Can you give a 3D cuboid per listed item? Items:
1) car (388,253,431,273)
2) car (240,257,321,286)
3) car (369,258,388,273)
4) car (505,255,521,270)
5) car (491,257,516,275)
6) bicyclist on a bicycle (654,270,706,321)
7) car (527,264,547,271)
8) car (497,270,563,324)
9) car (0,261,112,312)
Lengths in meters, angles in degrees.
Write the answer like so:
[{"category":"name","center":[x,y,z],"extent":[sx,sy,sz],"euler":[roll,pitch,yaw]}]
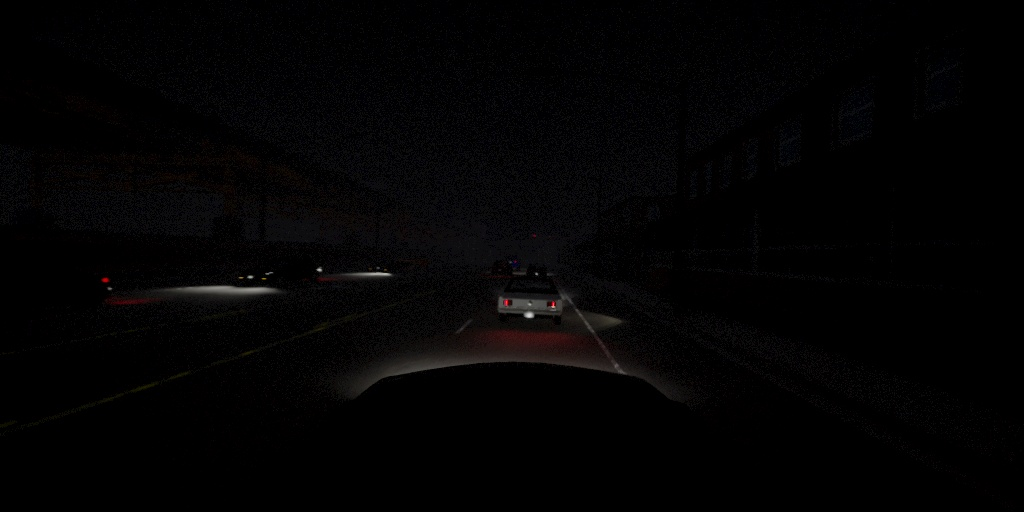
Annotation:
[{"category":"car","center":[-8.484,0.531,30.774],"extent":[1.882,1.535,5.008],"euler":[2,0,4]},{"category":"car","center":[-12.887,0.800,20.334],"extent":[1.837,1.490,4.892],"euler":[2,0,4]},{"category":"car","center":[-11.829,0.885,34.084],"extent":[1.994,1.385,4.181],"euler":[2,0,5]},{"category":"car","center":[-0.027,0.932,49.674],"extent":[2.150,2.045,5.566],"euler":[2,0,5]},{"category":"car","center":[-0.975,1.168,36.842],"extent":[1.882,1.535,5.008],"euler":[2,0,5]},{"category":"bicyclist on a bicycle","center":[5.425,1.272,11.678],"extent":[1.656,1.620,0.582],"euler":[-6,-1,4]},{"category":"car","center":[2.497,1.409,35.766],"extent":[1.895,1.301,4.718],"euler":[2,0,4]},{"category":"car","center":[0.685,1.366,12.231],"extent":[1.895,1.301,4.718],"euler":[2,0,5]},{"category":"car","center":[-13.702,0.840,9.536],"extent":[1.994,1.385,4.181],"euler":[2,0,4]}]
